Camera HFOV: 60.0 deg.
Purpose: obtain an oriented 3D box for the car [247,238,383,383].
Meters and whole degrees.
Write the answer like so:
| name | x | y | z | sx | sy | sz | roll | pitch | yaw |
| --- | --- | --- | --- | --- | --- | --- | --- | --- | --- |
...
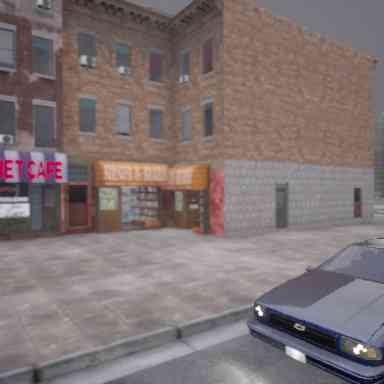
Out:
| name | x | y | z | sx | sy | sz | roll | pitch | yaw |
| --- | --- | --- | --- | --- | --- | --- | --- | --- | --- |
| car | 3.392 | 1.532 | 5.492 | 5.357 | 1.411 | 2.033 | 0 | 0 | -35 |
